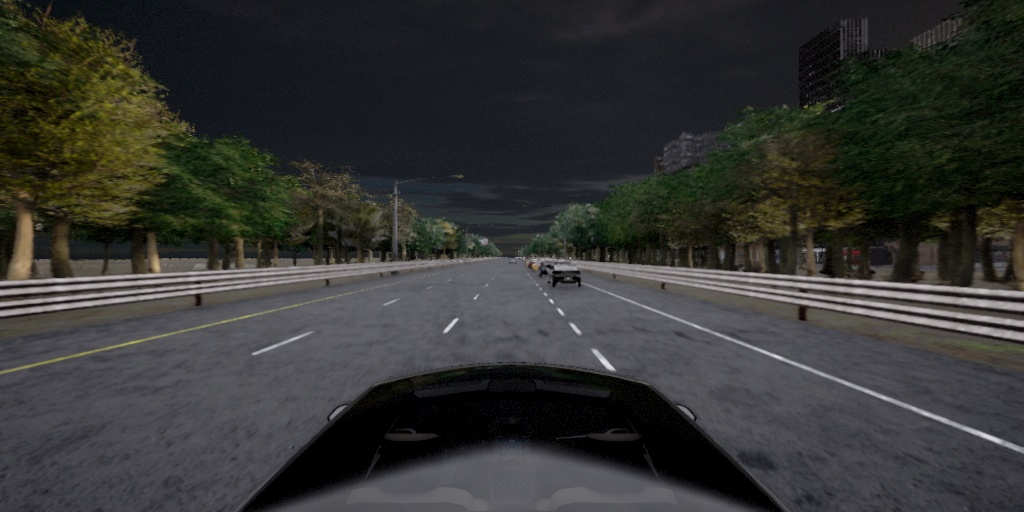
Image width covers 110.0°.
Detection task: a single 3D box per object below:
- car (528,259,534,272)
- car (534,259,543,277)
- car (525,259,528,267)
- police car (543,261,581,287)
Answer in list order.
[{"bbox_3d":[3.502,1.256,47.065,1.801,1.575,5.366,0,0,-2],"label":"car"},{"bbox_3d":[3.522,1.289,35.742,1.837,1.490,4.892,0,0,0],"label":"car"},{"bbox_3d":[3.598,1.293,57.718,1.882,1.535,5.008,0,0,0],"label":"car"},{"bbox_3d":[3.504,1.195,24.866,1.930,1.638,5.238,0,0,0],"label":"police car"}]
